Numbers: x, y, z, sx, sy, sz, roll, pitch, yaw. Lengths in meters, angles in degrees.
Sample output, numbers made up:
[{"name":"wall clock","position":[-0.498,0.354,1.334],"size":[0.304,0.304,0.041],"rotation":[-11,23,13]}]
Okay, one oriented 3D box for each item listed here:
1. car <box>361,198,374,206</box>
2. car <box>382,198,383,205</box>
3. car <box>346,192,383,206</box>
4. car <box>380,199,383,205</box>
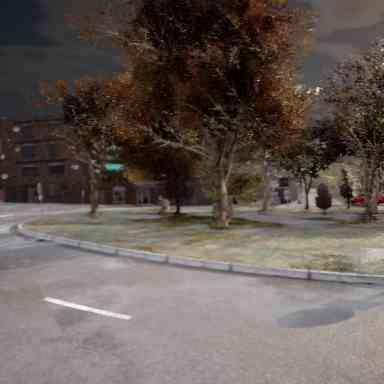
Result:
[{"name":"car","position":[43.181,2.420,81.971],"size":[2.097,1.767,4.553],"rotation":[-3,-4,20]},{"name":"car","position":[47.815,2.206,78.473],"size":[4.892,1.521,2.231],"rotation":[-3,-4,20]},{"name":"car","position":[26.884,1.096,51.580],"size":[5.566,2.045,2.150],"rotation":[-2,0,37]},{"name":"car","position":[48.767,2.375,81.049],"size":[4.792,1.488,2.163],"rotation":[-3,-4,20]}]
